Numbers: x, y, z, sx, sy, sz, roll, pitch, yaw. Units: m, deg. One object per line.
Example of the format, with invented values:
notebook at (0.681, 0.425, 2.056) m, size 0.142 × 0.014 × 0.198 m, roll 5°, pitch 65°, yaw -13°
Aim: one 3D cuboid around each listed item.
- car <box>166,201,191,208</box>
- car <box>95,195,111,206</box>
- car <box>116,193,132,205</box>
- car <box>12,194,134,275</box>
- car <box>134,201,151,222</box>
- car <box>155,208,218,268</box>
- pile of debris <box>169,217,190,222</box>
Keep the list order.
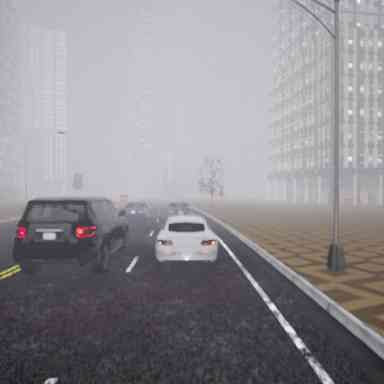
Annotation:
car at (-0.973, 1.420, 25.502) m, size 2.033 × 1.411 × 5.357 m, roll 0°, pitch 0°, yaw -4°
car at (-13.761, 1.270, 51.506) m, size 1.812 × 1.442 × 4.674 m, roll 0°, pitch 0°, yaw -8°
car at (-10.573, 1.091, 52.139) m, size 2.097 × 1.767 × 4.553 m, roll 0°, pitch 0°, yaw -8°
car at (-3.424, 1.163, 10.505) m, size 2.150 × 2.045 × 5.566 m, roll 0°, pitch -1°, yaw -2°
car at (-4.212, 1.423, 25.282) m, size 2.033 × 1.411 × 5.357 m, roll 0°, pitch 0°, yaw -4°
car at (-0.187, 1.470, 11.016) m, size 1.812 × 1.442 × 4.674 m, roll 0°, pitch 0°, yaw -1°
pile of debris at (-0.942, 2.050, 24.910) m, size 1.500 × 0.140 × 1.860 m, roll 0°, pitch 0°, yaw -4°
